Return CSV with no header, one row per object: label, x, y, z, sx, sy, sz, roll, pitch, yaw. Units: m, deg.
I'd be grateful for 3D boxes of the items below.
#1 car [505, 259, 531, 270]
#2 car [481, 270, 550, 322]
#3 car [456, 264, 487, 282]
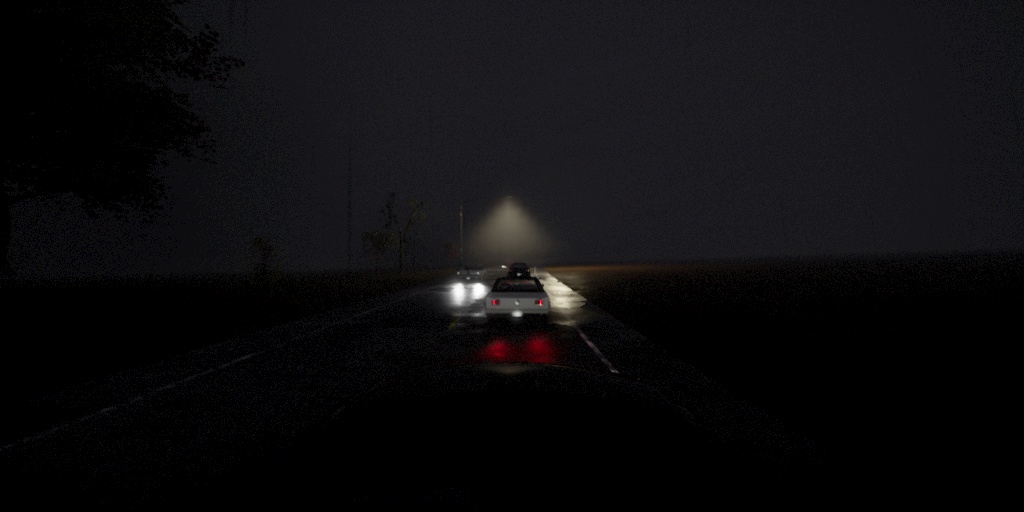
car,0.616,1.262,30.055,1.812,1.442,4.674,0,0,2
car,0.186,1.345,12.351,1.895,1.301,4.718,0,0,1
car,-3.137,1.337,28.502,1.895,1.301,4.718,0,0,2
